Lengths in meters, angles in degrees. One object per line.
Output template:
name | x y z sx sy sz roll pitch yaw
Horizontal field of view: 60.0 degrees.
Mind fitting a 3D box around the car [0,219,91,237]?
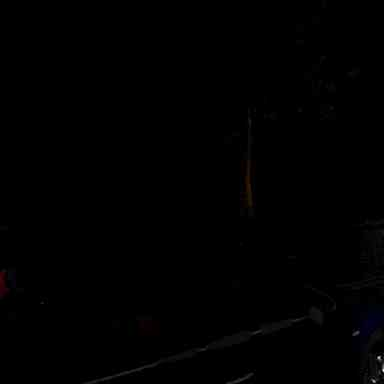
car | -3.460 1.344 5.069 4.553 1.767 2.097 0 0 -35

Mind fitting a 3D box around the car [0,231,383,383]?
car | 0.196 1.354 3.406 4.553 1.767 2.097 0 0 -35

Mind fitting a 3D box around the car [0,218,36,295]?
car | -6.204 1.474 7.112 4.902 1.511 2.128 0 0 -35
